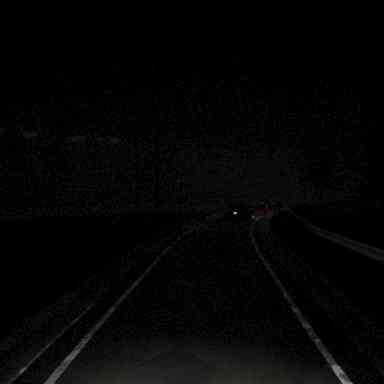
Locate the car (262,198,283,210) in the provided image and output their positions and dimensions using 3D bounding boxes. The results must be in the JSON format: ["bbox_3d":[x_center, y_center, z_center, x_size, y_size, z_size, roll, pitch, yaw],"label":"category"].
[{"bbox_3d":[10.448,1.546,43.311,1.812,1.442,4.674,0,0,29],"label":"car"}]

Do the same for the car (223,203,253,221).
[{"bbox_3d":[3.817,1.575,27.238,1.994,1.385,4.181,0,0,15],"label":"car"}]
